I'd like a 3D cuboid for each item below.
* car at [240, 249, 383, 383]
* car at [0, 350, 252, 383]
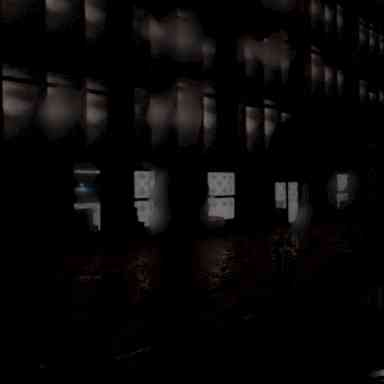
[{"bbox_3d":[2.573,1.501,4.228,4.313,1.339,1.947,-1,0,-35],"label":"car"},{"bbox_3d":[-2.102,1.546,0.995,4.403,1.369,2.008,-1,0,-35],"label":"car"}]
